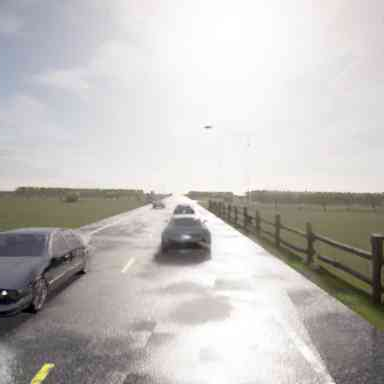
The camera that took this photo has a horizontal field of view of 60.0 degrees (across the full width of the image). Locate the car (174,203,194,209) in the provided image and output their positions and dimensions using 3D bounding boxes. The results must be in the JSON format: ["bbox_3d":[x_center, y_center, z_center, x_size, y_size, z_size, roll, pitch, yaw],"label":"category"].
[{"bbox_3d":[-0.748,1.735,31.785,1.994,1.385,4.181,1,0,-2],"label":"car"}]

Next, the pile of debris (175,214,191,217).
[{"bbox_3d":[-0.893,2.354,33.141,1.500,0.140,1.860,0,0,-2],"label":"pile of debris"}]

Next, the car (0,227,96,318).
[{"bbox_3d":[-3.791,1.577,7.911,2.033,1.411,5.357,0,0,-1],"label":"car"}]

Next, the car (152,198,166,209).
[{"bbox_3d":[-4.950,1.733,50.236,2.128,1.511,4.902,0,0,-1],"label":"car"}]

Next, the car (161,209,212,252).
[{"bbox_3d":[-0.250,1.646,14.293,1.994,1.385,4.181,0,0,-1],"label":"car"}]
